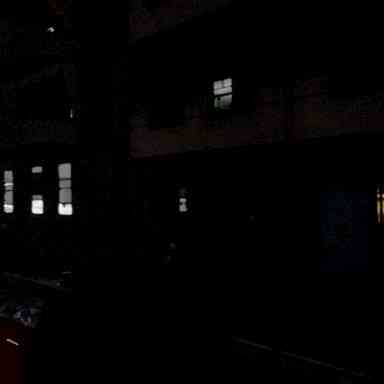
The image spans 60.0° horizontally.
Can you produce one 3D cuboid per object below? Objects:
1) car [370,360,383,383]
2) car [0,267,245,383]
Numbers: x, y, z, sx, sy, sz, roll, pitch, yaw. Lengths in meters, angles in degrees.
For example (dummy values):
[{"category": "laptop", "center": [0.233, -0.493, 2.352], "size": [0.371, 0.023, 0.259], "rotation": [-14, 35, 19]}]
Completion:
[{"category": "car", "center": [3.079, 1.315, 0.702], "size": [5.009, 1.841, 2.192], "rotation": [0, -1, 36]}, {"category": "car", "center": [-1.435, 1.583, 3.914], "size": [4.206, 1.307, 1.802], "rotation": [0, -1, 36]}]
